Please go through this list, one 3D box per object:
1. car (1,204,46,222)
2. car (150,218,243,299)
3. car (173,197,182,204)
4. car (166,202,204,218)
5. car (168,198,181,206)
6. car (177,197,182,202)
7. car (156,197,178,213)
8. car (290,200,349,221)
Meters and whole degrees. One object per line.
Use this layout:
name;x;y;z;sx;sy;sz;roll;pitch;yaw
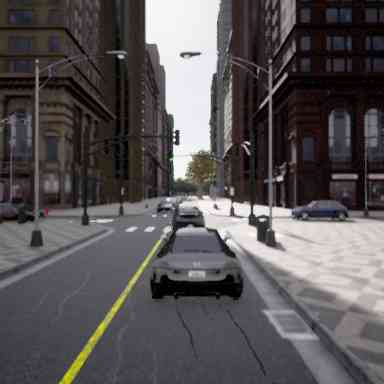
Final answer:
car;-14.120;1.592;25.398;5.357;1.411;2.033;0;0;0
car;0.100;1.595;8.560;1.994;1.385;4.181;0;0;0
car;-3.006;1.805;70.017;1.812;1.442;4.674;0;0;0
car;-0.384;1.580;20.392;1.837;1.490;4.892;1;0;-7
car;-3.062;1.777;59.683;2.033;1.411;5.357;0;0;0
car;-3.095;1.674;49.370;2.128;1.511;4.902;0;0;0
car;-3.094;1.691;39.609;2.033;1.411;5.357;0;0;0
car;10.860;1.493;28.639;4.553;1.767;2.097;0;0;1
